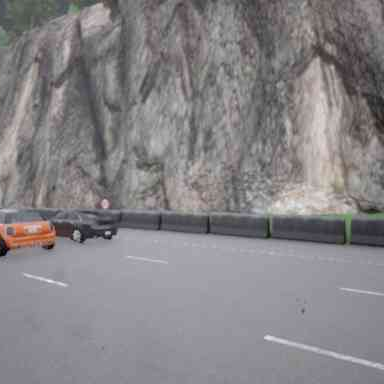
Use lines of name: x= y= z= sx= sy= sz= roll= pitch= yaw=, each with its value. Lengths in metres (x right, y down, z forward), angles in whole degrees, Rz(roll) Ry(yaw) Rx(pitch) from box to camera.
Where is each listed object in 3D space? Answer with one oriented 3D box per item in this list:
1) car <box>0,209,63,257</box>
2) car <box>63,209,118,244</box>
car: x=-7.689 y=1.486 z=13.721 sx=4.553 sy=1.767 sz=2.097 roll=-1 pitch=-1 yaw=36
car: x=-5.812 y=1.646 z=16.685 sx=4.892 sy=1.490 sz=1.837 roll=0 pitch=0 yaw=36
